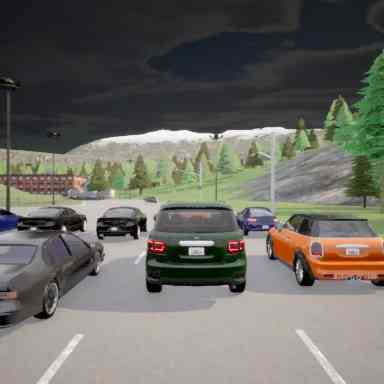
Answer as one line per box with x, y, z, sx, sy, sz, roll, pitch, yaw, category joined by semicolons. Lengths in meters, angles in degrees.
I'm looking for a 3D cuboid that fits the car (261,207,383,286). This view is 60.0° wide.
3.581;1.352;9.543;2.097;1.767;4.553;0;0;0;car

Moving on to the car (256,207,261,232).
3.528;1.526;18.399;1.812;1.442;4.674;0;0;-1;car

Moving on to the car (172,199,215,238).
0.022;1.352;18.575;2.097;1.767;4.553;0;0;-1;car

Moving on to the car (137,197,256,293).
0.082;1.221;9.012;2.150;2.045;5.566;0;0;0;car

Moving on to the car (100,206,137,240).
-3.452;1.478;17.113;1.882;1.535;5.008;0;0;0;car

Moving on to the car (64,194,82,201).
-30.205;1.524;85.268;4.674;1.442;1.812;0;0;42;car

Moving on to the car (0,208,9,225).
-10.453;1.526;17.326;1.812;1.442;4.674;0;0;-1;car

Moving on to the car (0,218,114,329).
-3.413;1.547;7.287;2.033;1.411;5.357;0;0;-1;car

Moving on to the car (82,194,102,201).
-25.735;1.524;85.712;1.812;1.442;4.674;0;0;-44;car

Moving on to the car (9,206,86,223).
-6.958;1.478;17.123;1.882;1.535;5.008;0;0;1;car

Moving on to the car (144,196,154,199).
-8.898;1.492;69.761;2.128;1.511;4.902;0;0;-20;car
